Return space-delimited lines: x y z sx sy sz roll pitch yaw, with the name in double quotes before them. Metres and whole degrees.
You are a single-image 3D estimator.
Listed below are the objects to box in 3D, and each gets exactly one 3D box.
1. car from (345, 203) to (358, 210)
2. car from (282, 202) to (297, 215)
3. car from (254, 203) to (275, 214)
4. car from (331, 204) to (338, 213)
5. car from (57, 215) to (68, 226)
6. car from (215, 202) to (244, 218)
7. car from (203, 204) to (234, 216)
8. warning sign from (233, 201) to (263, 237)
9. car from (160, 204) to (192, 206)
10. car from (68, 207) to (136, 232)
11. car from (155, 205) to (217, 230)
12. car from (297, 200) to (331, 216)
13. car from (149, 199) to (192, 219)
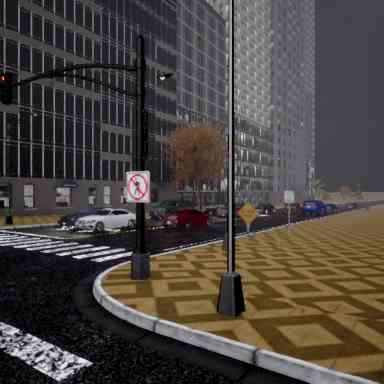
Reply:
"car" 31.545 2.837 65.693 1.812 1.442 4.674 0 -1 33
"car" 14.528 2.226 47.334 2.097 1.767 4.553 0 -1 33
"car" 10.160 2.325 46.779 1.837 1.490 4.892 0 -1 33
"car" 21.953 2.558 52.942 1.812 1.442 4.674 0 -1 33
"car" -7.495 1.873 25.514 2.033 1.411 5.357 0 -1 33
"car" 4.654 1.992 38.315 2.097 1.767 4.553 0 -1 33
"car" 3.488 2.289 42.494 1.895 1.301 4.718 0 -1 33
"warning sign" 3.145 1.454 18.548 1.300 1.860 1.060 1 1 33
"car" -0.664 2.066 30.099 1.895 1.301 4.718 0 -1 33
"car" -5.619 1.827 22.462 1.812 1.442 4.674 0 -1 33
"car" -0.300 1.910 24.247 1.812 1.442 4.674 0 -1 33
"car" 16.198 2.066 43.973 2.150 2.045 5.566 0 -1 35
"car" -1.964 1.730 34.071 2.150 2.045 5.566 0 -1 33
